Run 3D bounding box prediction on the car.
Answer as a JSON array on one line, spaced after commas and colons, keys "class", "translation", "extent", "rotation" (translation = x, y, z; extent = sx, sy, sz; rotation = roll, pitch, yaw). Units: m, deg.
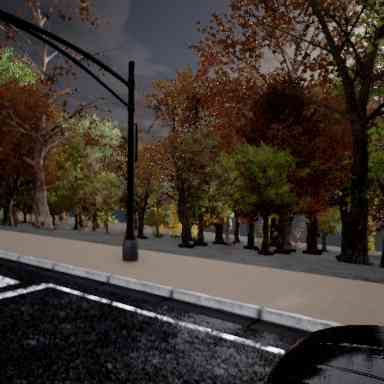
[{"class": "car", "translation": [2.775, 1.507, 1.708], "extent": [4.892, 1.490, 1.837], "rotation": [0, 0, 35]}]
